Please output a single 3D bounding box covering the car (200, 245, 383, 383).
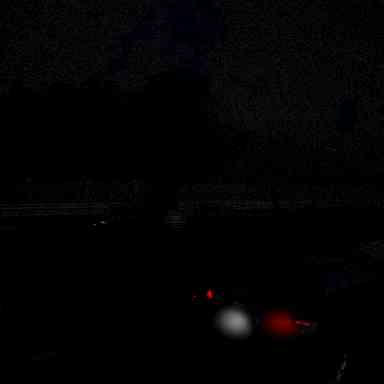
[{"bbox_3d":[2.188,1.574,5.277,4.181,1.385,1.994,0,0,-35],"label":"car"}]

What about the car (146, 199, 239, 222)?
[{"bbox_3d":[0.289,1.376,17.020,4.553,1.767,2.097,0,0,-35],"label":"car"}]

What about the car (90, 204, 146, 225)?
[{"bbox_3d":[-3.497,1.579,18.641,4.181,1.385,1.994,0,0,-35],"label":"car"}]

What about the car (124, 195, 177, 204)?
[{"bbox_3d":[-3.351,1.245,23.022,5.566,2.045,2.150,0,0,-35],"label":"car"}]
